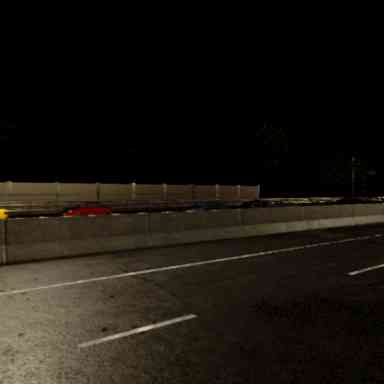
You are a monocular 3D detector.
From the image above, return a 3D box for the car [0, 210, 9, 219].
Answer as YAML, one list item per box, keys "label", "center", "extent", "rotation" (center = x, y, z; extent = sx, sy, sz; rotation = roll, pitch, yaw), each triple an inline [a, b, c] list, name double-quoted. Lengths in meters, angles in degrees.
- label: "car"
  center: [-13.825, 1.479, 19.908]
  extent: [5.008, 1.535, 1.882]
  rotation: [0, 0, -35]

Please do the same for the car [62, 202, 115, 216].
- label: "car"
  center: [-8.601, 1.562, 27.768]
  extent: [4.181, 1.385, 1.994]
  rotation: [0, 0, -37]

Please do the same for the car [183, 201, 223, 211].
- label: "car"
  center: [1.718, 1.548, 31.007]
  extent: [5.357, 1.411, 2.033]
  rotation: [0, 0, -35]

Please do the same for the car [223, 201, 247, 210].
- label: "car"
  center: [5.447, 1.506, 29.363]
  extent: [4.892, 1.490, 1.837]
  rotation: [0, 0, -35]

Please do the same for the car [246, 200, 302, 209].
- label: "car"
  center: [7.132, 1.548, 26.271]
  extent: [5.357, 1.411, 2.033]
  rotation: [0, 0, -35]

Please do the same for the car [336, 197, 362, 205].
- label: "car"
  center: [24.199, 1.486, 51.269]
  extent: [5.008, 1.535, 1.882]
  rotation: [0, 0, -35]
